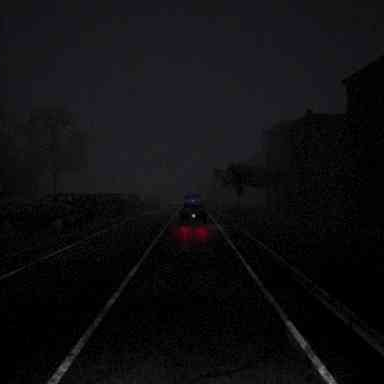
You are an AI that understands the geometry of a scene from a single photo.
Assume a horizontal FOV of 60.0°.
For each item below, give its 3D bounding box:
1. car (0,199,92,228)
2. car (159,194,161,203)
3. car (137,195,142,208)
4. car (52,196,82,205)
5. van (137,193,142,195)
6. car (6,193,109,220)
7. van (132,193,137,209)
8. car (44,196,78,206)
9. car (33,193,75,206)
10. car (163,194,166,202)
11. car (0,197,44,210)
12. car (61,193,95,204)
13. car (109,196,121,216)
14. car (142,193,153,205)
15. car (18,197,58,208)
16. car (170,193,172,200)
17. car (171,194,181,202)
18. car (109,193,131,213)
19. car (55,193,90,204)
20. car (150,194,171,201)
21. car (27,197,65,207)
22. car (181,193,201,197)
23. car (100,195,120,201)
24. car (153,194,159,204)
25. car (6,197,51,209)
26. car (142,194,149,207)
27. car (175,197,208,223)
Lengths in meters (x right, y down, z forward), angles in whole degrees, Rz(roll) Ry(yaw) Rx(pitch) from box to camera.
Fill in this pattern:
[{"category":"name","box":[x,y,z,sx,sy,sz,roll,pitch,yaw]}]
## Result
[{"category":"car","box":[-8.828,1.359,19.500,4.892,1.521,2.231,0,0,0]},{"category":"car","box":[-9.020,1.492,61.542,5.366,1.575,1.946,0,0,0]},{"category":"car","box":[-8.815,1.391,39.120,4.892,1.521,2.231,0,0,0]},{"category":"car","box":[-21.909,1.515,58.402,4.674,1.452,2.002,0,0,0]},{"category":"van","box":[-8.939,1.175,41.923,4.442,1.987,1.878,0,0,0]},{"category":"car","box":[-8.859,1.103,22.301,5.566,2.045,2.435,0,0,0]},{"category":"van","box":[-8.705,1.154,36.316,4.442,1.987,1.878,0,0,0]},{"category":"car","box":[-21.905,1.461,55.742,5.008,1.535,2.097,0,0,0]},{"category":"car","box":[-21.880,1.194,52.956,5.566,2.045,2.435,0,0,0]},{"category":"car","box":[-8.812,1.603,72.755,4.792,1.488,2.163,0,0,0]},{"category":"car","box":[-21.716,1.398,41.816,5.366,1.575,1.946,0,0,0]},{"category":"car","box":[-21.887,1.262,63.973,5.566,2.045,2.435,0,0,0]},{"category":"car","box":[-8.830,1.356,27.906,4.892,1.521,2.231,0,0,0]},{"category":"car","box":[-8.854,1.171,47.531,5.566,2.045,2.435,0,0,0]},{"category":"car","box":[-21.876,1.452,47.387,4.792,1.488,2.163,0,0,0]},{"category":"car","box":[-8.824,1.441,89.576,5.566,2.045,2.435,0,0,0]},{"category":"car","box":[-3.194,1.497,77.952,1.882,1.535,5.008,0,0,0]},{"category":"car","box":[-8.851,1.110,30.711,5.566,2.045,2.435,0,0,0]},{"category":"car","box":[-21.885,1.243,61.312,5.566,2.045,2.435,0,0,0]},{"category":"car","box":[-8.826,1.461,92.379,5.566,2.045,2.435,0,0,0]},{"category":"car","box":[-21.936,1.463,50.172,4.792,1.488,2.163,0,0,0]},{"category":"car","box":[0.131,1.152,40.170,2.150,2.045,5.566,0,0,0]},{"category":"car","box":[-21.938,1.692,89.194,4.892,1.521,2.231,0,0,0]},{"category":"car","box":[-8.827,1.476,58.742,5.008,1.535,2.097,0,0,0]},{"category":"car","box":[-21.898,1.412,44.602,5.008,1.535,2.097,0,0,0]},{"category":"car","box":[-8.818,1.411,44.726,5.008,1.535,2.097,0,0,0]},{"category":"car","box":[0.116,1.366,24.277,2.128,1.511,4.902,0,0,0]}]
